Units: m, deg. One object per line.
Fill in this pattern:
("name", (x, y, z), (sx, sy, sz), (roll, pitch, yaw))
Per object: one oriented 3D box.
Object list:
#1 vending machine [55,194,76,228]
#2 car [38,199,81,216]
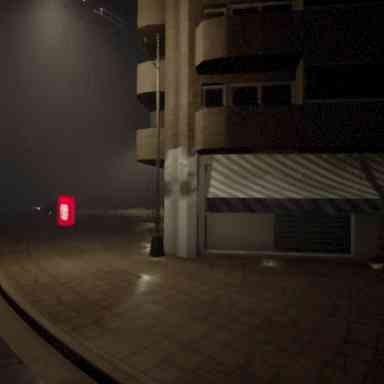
("vending machine", (-8.118, 1.196, 21.417), (1.100, 2.100, 0.880), (0, 0, -10))
("car", (-12.689, 1.599, 32.614), (1.895, 1.301, 4.718), (0, 0, 7))
